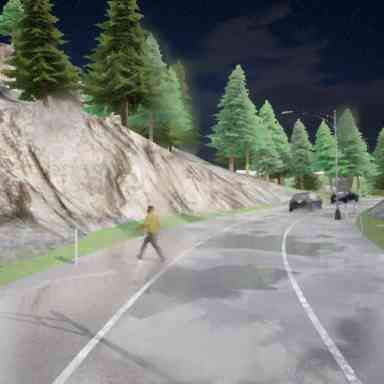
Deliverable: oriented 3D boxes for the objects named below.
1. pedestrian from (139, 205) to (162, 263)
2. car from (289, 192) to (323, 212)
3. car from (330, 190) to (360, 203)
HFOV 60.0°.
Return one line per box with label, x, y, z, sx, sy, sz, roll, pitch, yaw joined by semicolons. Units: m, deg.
pedestrian;-1.315;1.305;10.628;0.375;1.860;0.375;3;-3;12
car;10.715;0.821;31.089;2.097;1.767;4.553;-3;0;35
car;18.197;0.536;39.625;4.674;1.442;1.812;-4;0;-40
